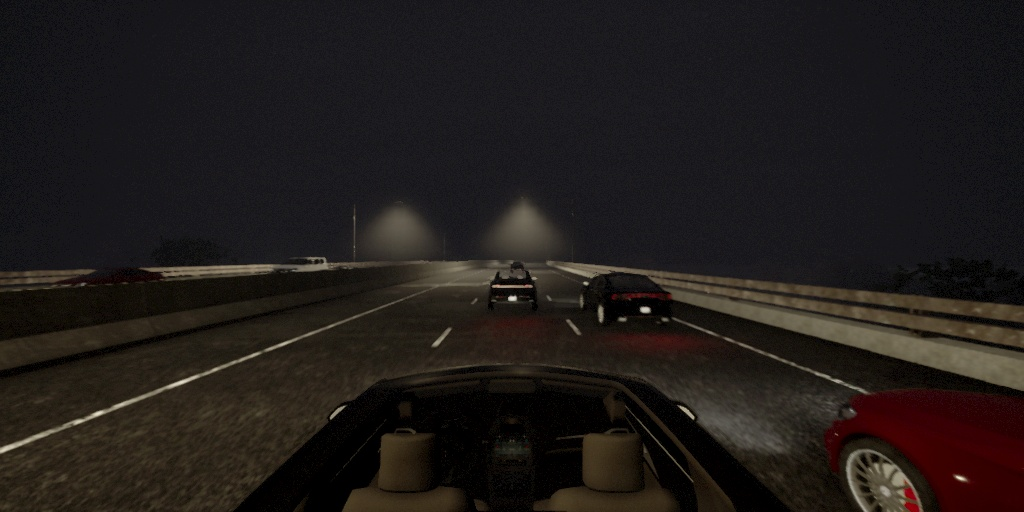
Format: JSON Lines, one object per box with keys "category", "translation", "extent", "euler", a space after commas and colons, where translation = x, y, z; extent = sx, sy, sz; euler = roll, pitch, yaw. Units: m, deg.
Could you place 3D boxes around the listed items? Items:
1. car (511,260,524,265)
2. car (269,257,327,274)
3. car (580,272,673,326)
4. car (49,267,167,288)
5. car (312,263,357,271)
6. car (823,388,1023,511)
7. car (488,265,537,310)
{"category": "car", "translation": [0.665, 1.492, 46.781], "extent": [1.837, 1.490, 4.892], "euler": [0, 0, 2]}
{"category": "car", "translation": [-17.349, 1.092, 29.603], "extent": [2.150, 2.045, 5.566], "euler": [0, -1, 1]}
{"category": "car", "translation": [3.521, 1.274, 11.910], "extent": [1.882, 1.535, 5.008], "euler": [0, 0, 0]}
{"category": "car", "translation": [-21.010, 1.335, 18.963], "extent": [1.812, 1.442, 4.674], "euler": [0, 0, 1]}
{"category": "car", "translation": [-13.854, 1.471, 29.342], "extent": [1.895, 1.301, 4.718], "euler": [0, 0, 1]}
{"category": "car", "translation": [3.496, 1.276, 0.987], "extent": [1.812, 1.442, 4.674], "euler": [0, 0, 0]}
{"category": "car", "translation": [0.045, 1.301, 15.090], "extent": [2.128, 1.511, 4.902], "euler": [0, 0, 1]}
